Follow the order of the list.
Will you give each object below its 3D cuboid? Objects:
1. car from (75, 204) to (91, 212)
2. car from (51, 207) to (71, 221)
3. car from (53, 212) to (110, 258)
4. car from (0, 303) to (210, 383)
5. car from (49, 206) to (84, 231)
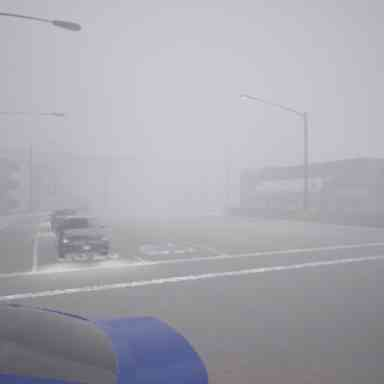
[{"bbox_3d":[-16.621,2.530,49.634,2.128,1.511,4.902,0,-1,1],"label":"car"},{"bbox_3d":[-14.118,2.341,36.010,1.895,1.301,4.718,1,-1,-20],"label":"car"},{"bbox_3d":[-4.764,1.798,14.186,1.812,1.442,4.674,1,-1,-24],"label":"car"},{"bbox_3d":[-2.263,1.496,1.710,5.008,1.535,1.882,1,-1,-25],"label":"car"},{"bbox_3d":[-9.341,2.000,24.530,1.837,1.490,4.892,1,-2,-23],"label":"car"}]
